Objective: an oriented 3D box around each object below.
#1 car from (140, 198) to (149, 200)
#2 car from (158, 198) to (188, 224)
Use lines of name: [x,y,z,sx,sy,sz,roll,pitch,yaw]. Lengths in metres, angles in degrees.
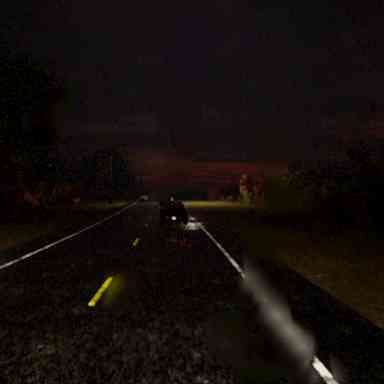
car: [-9.016,1.291,62.828,2.033,1.411,5.357,0,0,-6]
car: [-1.361,1.435,23.920,1.837,1.490,4.892,0,1,-5]
